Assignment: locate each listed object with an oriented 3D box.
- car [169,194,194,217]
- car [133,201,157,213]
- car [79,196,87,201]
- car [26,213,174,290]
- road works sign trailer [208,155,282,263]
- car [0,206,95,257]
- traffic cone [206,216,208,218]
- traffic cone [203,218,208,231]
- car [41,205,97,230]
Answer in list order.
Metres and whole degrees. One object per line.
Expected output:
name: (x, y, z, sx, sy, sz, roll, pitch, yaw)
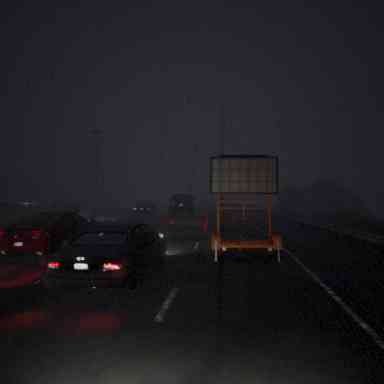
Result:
car: (-0.997, 1.219, 31.339, 2.150, 2.045, 5.566, 0, 0, -1)
car: (-4.489, 1.547, 31.954, 2.033, 1.411, 5.357, 0, 0, -1)
car: (-24.187, 1.518, 72.879, 2.128, 1.511, 4.902, 0, 0, -14)
car: (-1.984, 1.547, 9.207, 2.033, 1.411, 5.357, 0, 0, 6)
road works sign trailer: (1.860, 0.464, 12.042, 2.380, 3.560, 2.880, 0, 0, 3)
car: (-5.160, 1.477, 12.828, 1.882, 1.535, 5.008, 0, 0, 5)
traffic cone: (0.913, 1.955, 21.115, 0.340, 0.580, 0.340, 0, 0, 3)
traffic cone: (0.793, 1.955, 19.119, 0.340, 0.580, 0.340, 0, 0, 3)
car: (-8.080, 1.601, 22.358, 1.895, 1.301, 4.718, 0, 0, 2)
